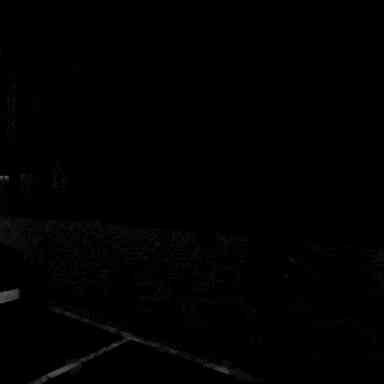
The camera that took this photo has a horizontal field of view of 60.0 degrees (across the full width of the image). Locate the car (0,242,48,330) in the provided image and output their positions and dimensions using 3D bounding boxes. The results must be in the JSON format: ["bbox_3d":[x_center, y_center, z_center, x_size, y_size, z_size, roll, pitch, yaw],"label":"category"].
[{"bbox_3d":[-4.385,1.567,6.091,4.313,1.339,1.947,0,0,36],"label":"car"}]
